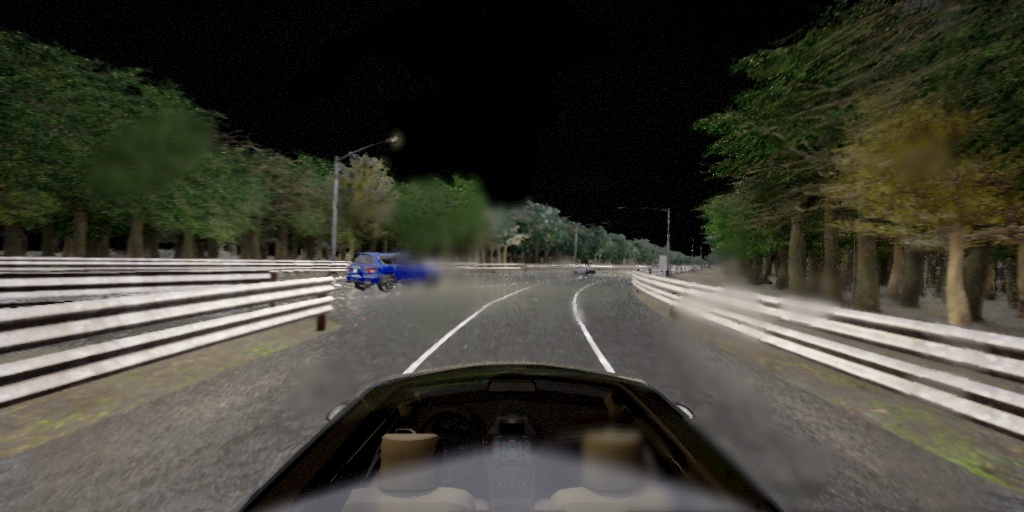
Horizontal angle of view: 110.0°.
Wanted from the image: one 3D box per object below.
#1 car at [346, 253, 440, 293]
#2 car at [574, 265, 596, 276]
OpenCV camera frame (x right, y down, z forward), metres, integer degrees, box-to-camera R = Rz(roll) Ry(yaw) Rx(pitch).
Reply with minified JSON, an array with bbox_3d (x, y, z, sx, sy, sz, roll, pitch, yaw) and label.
[{"bbox_3d":[-6.501,0.880,20.260,2.150,2.045,5.566,1,-1,30],"label":"car"},{"bbox_3d":[9.997,1.969,48.950,2.128,1.511,4.902,1,-1,30],"label":"car"}]
